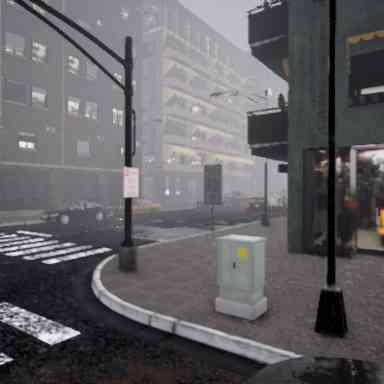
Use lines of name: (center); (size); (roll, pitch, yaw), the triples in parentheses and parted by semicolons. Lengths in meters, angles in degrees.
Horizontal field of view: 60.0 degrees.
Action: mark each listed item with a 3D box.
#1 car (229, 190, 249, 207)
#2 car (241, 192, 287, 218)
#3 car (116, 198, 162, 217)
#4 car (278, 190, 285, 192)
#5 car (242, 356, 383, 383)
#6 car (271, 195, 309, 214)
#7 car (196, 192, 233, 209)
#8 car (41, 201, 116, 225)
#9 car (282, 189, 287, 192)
car: (5.302, 0.717, 39.641); (2.192, 1.841, 5.009); (1, 2, 35)
car: (5.772, 1.037, 25.689); (1.967, 1.590, 4.097); (1, 2, 35)
car: (-4.366, 1.160, 25.816); (1.752, 1.417, 4.829); (1, 2, 35)
car: (11.582, 0.777, 48.632); (1.752, 1.417, 4.829); (1, 2, 35)
car: (2.093, 1.556, 1.379); (4.403, 1.369, 2.008); (0, 0, 36)
car: (8.961, 1.071, 30.255); (2.008, 1.369, 4.403); (1, 2, 35)
car: (2.111, 1.023, 35.083); (1.887, 1.381, 4.507); (1, 2, 35)
car: (-7.458, 1.260, 21.393); (2.008, 1.369, 4.403); (1, 2, 35)
car: (14.871, 0.489, 53.330); (2.192, 1.841, 5.009); (1, 2, 35)
